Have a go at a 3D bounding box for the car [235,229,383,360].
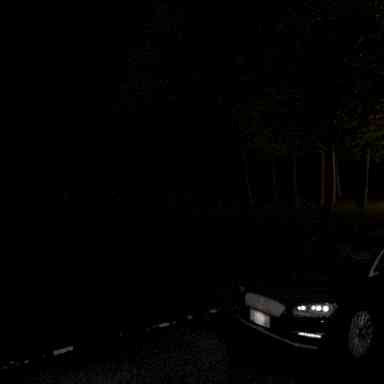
[{"bbox_3d":[2.951,1.488,6.021,4.902,1.511,2.128,0,0,-35],"label":"car"}]
